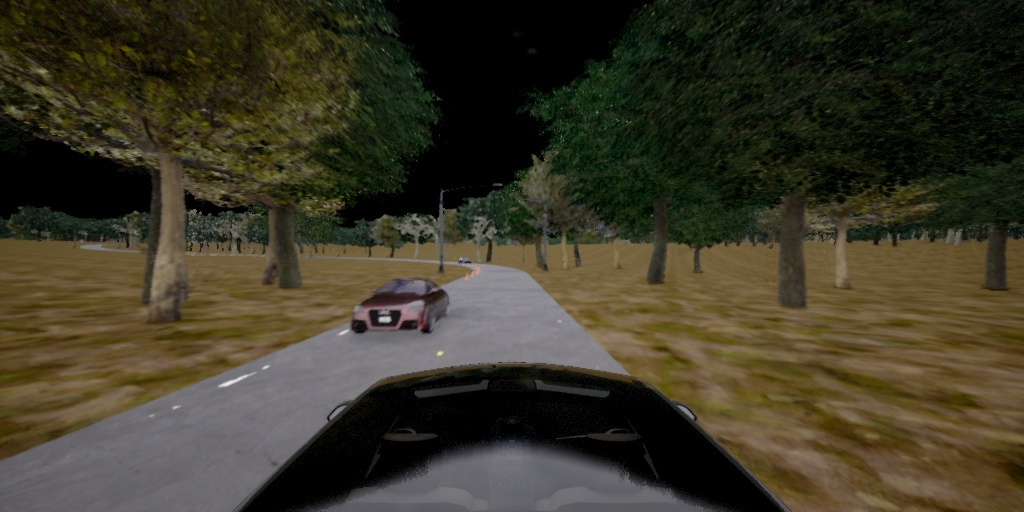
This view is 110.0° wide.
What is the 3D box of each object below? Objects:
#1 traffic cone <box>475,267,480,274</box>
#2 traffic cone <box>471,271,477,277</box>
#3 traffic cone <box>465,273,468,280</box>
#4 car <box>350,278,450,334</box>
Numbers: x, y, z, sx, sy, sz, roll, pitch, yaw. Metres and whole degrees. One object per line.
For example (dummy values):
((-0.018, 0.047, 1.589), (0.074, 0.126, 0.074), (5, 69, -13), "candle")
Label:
((-4.204, 1.905, 43.200), (0.340, 0.580, 0.340), (0, 0, -1), "traffic cone")
((-4.200, 1.896, 38.221), (0.340, 0.580, 0.340), (0, 0, 0), "traffic cone")
((-4.200, 1.878, 33.217), (0.340, 0.580, 0.340), (0, 0, 0), "traffic cone")
((-3.098, 1.368, 10.725), (1.994, 1.385, 4.181), (0, 0, 0), "car")
